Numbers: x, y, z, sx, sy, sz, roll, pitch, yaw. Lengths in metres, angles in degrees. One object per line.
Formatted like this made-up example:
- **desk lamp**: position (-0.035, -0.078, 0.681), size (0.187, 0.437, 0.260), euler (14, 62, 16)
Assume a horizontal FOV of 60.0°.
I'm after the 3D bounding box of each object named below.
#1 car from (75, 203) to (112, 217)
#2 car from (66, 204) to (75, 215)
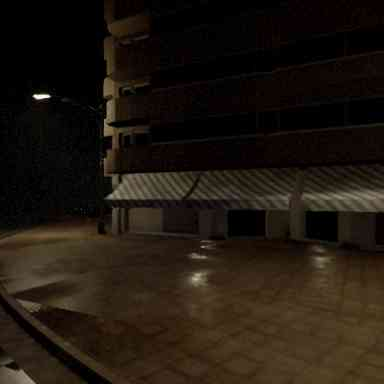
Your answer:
- **car**: position (-10.964, 2.094, 38.632), size (1.812, 1.442, 4.674), euler (0, -1, 21)
- **car**: position (-13.560, 2.139, 41.448), size (1.812, 1.442, 4.674), euler (0, -1, 23)
